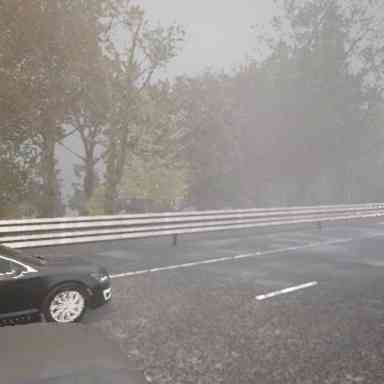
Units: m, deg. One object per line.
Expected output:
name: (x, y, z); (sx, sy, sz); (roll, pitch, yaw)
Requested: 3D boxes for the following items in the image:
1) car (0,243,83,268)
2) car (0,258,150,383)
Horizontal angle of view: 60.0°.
car: (-3.771, 1.506, 5.335); (4.892, 1.490, 1.837); (0, 0, -36)
car: (-2.810, 1.552, 1.744); (5.357, 1.411, 2.033); (0, 0, -35)
